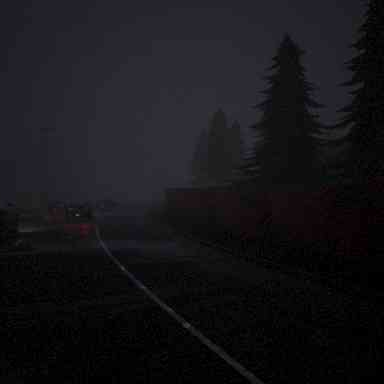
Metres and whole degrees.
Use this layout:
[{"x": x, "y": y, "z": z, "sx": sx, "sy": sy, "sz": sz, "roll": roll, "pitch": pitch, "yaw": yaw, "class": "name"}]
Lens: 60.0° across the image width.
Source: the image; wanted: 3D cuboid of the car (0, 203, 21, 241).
[{"x": -9.809, "y": 1.504, "z": 16.211, "sx": 1.837, "sy": 1.490, "sz": 4.892, "roll": 0, "pitch": 0, "yaw": -18, "class": "car"}]

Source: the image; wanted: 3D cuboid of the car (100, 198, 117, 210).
[{"x": -10.665, "y": 1.478, "z": 41.826, "sx": 1.882, "sy": 1.535, "sz": 5.008, "roll": 0, "pitch": 0, "yaw": -2, "class": "car"}]

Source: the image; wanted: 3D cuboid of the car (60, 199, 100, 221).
[{"x": -8.966, "y": 1.492, "z": 26.947, "sx": 2.128, "sy": 1.511, "sz": 4.902, "roll": 0, "pitch": 0, "yaw": -12, "class": "car"}]

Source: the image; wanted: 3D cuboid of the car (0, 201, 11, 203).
[{"x": -16.457, "y": 1.524, "z": 28.848, "sx": 1.812, "sy": 1.442, "sz": 4.674, "roll": 0, "pitch": 0, "yaw": -10, "class": "car"}]

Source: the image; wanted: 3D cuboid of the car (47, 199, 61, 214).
[{"x": -13.760, "y": 1.491, "z": 35.291, "sx": 2.128, "sy": 1.511, "sz": 4.902, "roll": 0, "pitch": 0, "yaw": -6, "class": "car"}]
